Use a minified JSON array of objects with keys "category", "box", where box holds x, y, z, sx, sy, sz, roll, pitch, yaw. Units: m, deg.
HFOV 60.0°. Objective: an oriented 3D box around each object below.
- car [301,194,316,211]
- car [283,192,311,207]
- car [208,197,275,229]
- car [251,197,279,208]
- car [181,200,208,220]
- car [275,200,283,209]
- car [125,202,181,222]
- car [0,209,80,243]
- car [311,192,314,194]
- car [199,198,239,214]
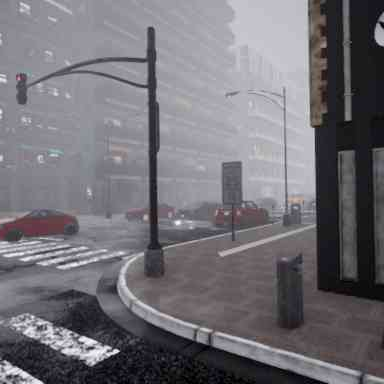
[{"category":"car","box":[12.951,1.192,33.520,1.947,1.339,4.313,-1,0,36]},{"category":"car","box":[13.655,1.015,44.254,2.097,1.767,4.553,-1,0,37]},{"category":"car","box":[3.043,1.197,19.717,1.967,1.590,4.097,-1,0,36]},{"category":"car","box":[9.510,1.304,43.031,1.947,1.339,4.313,-1,0,36]},{"category":"car","box":[0.874,1.380,26.776,2.033,1.411,5.357,-1,0,36]},{"category":"car","box":[7.562,1.291,35.956,2.033,1.411,5.357,-1,0,36]},{"category":"car","box":[-3.174,1.452,25.755,1.887,1.381,4.507,-1,0,36]},{"category":"car","box":[-7.559,1.516,15.845,1.994,1.385,4.181,-1,0,41]},{"category":"car","box":[19.504,0.924,56.772,2.192,1.841,5.009,-1,0,36]},{"category":"car","box":[2.843,1.377,33.870,2.008,1.369,4.403,-1,0,36]}]
